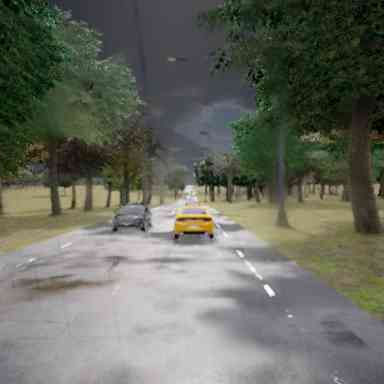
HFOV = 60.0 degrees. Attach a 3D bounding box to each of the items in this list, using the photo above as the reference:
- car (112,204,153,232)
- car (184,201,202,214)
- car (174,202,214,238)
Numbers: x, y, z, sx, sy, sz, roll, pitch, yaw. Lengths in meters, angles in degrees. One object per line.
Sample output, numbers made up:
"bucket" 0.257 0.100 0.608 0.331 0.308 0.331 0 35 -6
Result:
"car" -3.503 1.493 20.128 1.837 1.490 4.892 0 0 0
"car" 0.095 1.724 37.183 1.895 1.301 4.718 0 -1 0
"car" 0.098 1.458 17.671 1.882 1.535 5.008 0 0 0
